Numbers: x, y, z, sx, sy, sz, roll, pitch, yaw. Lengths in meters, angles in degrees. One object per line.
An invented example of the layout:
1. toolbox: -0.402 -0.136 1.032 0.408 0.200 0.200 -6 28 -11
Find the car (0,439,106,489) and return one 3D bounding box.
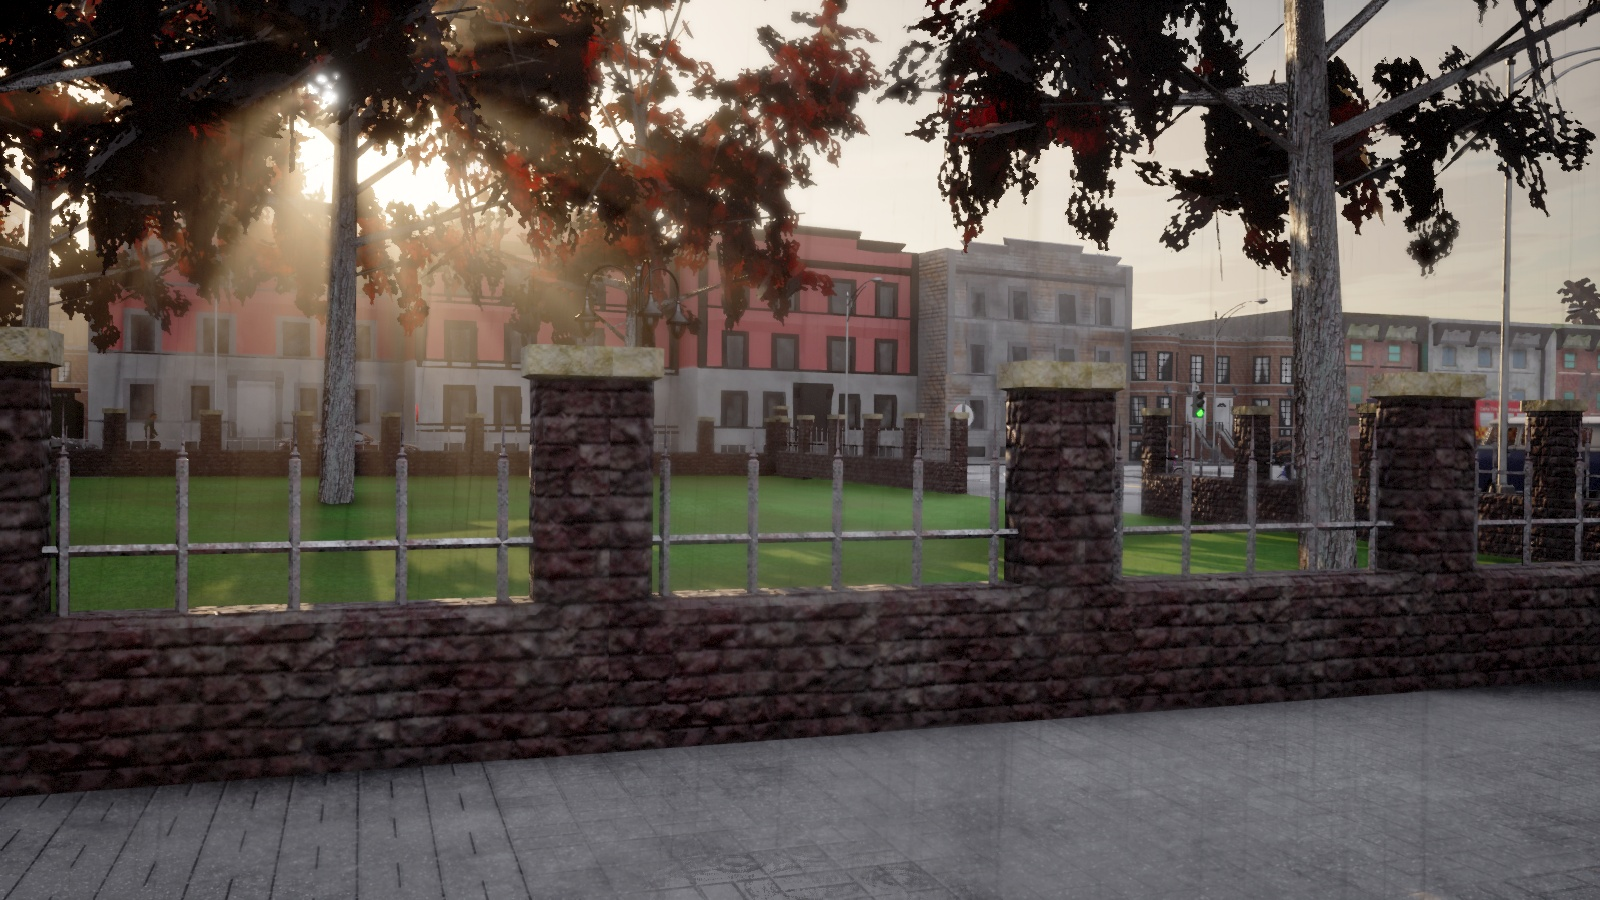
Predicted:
1. car: -24.440 0.434 38.888 4.892 1.490 1.837 -1 1 -19

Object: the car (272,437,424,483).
1. car: -15.118 0.301 42.160 4.674 1.442 1.812 -1 1 -19

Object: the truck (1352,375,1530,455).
1. truck: 32.092 -1.736 62.869 8.468 3.827 2.891 -1 1 -19

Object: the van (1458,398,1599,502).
1. van: 15.685 -0.028 25.186 1.775 1.987 4.442 -1 1 -17

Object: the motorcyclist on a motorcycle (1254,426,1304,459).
1. motorcyclist on a motorcycle: 22.729 -0.382 59.617 2.191 1.530 0.866 -1 1 -19

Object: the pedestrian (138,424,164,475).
1. pedestrian: -24.995 -0.009 48.382 0.788 1.949 0.423 -1 1 -19
